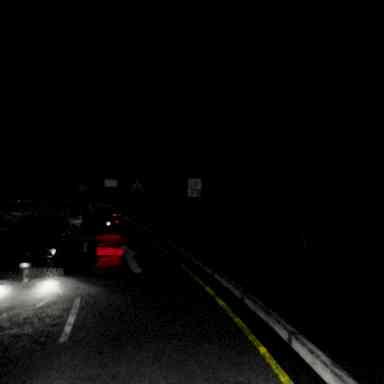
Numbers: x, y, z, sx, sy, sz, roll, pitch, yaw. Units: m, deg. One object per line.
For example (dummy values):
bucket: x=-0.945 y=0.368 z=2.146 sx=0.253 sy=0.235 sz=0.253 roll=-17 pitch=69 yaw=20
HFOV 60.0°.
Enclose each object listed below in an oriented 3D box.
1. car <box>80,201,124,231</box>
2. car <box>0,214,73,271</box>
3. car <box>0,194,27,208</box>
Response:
car: x=-5.234 y=1.293 z=19.240 sx=1.837 sy=1.490 sz=4.892 roll=0 pitch=2 yaw=-23
car: x=-5.089 y=1.494 z=11.251 sx=2.033 sy=1.411 sz=5.357 roll=0 pitch=1 yaw=-16
car: x=-19.606 y=0.929 z=34.806 sx=5.357 sy=1.411 sz=2.033 roll=1 pitch=0 yaw=30
